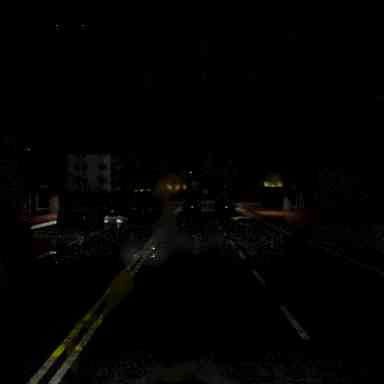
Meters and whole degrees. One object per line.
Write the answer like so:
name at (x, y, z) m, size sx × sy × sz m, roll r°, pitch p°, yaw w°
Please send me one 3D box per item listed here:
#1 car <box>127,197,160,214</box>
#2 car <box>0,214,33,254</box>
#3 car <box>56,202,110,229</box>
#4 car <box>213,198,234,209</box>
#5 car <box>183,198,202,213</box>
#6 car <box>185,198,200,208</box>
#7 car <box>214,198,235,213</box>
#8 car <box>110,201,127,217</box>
car at (-3.479, 1.151, 25.738) m, size 1.812 × 1.442 × 4.674 m, roll 0°, pitch 0°, yaw 0°
car at (-7.083, 1.512, 11.194) m, size 1.812 × 1.442 × 4.674 m, roll 0°, pitch 0°, yaw 0°
car at (-7.070, 1.454, 21.586) m, size 1.882 × 1.535 × 5.008 m, roll 0°, pitch 0°, yaw 1°
car at (4.411, 1.518, 46.591) m, size 1.994 × 1.385 × 4.181 m, roll 0°, pitch 0°, yaw 19°
car at (0.039, 1.527, 36.327) m, size 1.994 × 1.385 × 4.181 m, roll 0°, pitch 0°, yaw 0°
car at (0.031, 1.516, 47.082) m, size 1.994 × 1.385 × 4.181 m, roll 0°, pitch 0°, yaw 0°
car at (3.536, 1.528, 36.055) m, size 1.994 × 1.385 × 4.181 m, roll 0°, pitch 0°, yaw 0°
car at (-7.035, 1.528, 31.342) m, size 1.994 × 1.385 × 4.181 m, roll 0°, pitch 0°, yaw 0°
